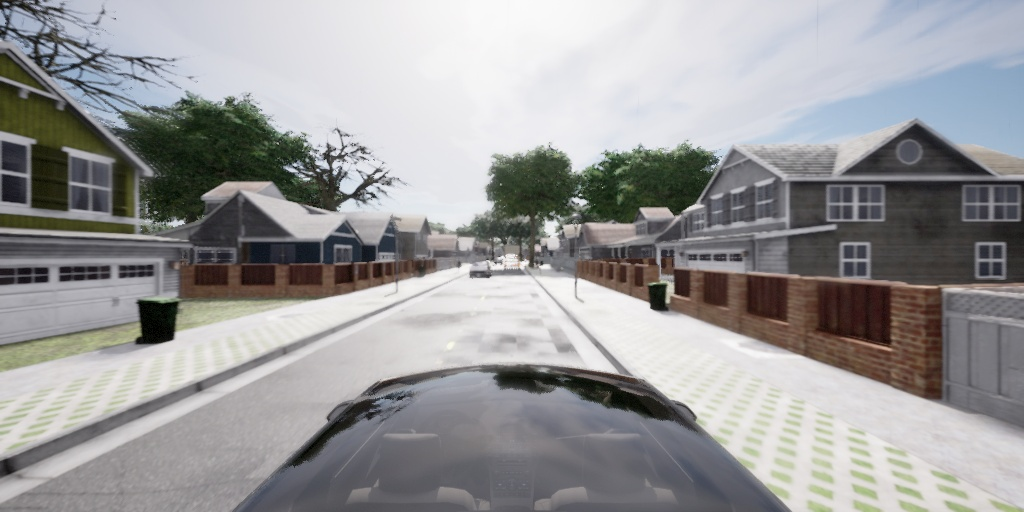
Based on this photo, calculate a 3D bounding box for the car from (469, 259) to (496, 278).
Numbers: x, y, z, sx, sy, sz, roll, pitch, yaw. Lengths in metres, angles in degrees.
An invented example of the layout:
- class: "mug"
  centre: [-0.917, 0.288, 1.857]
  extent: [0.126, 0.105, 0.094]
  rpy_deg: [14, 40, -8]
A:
- class: "car"
  centre: [-2.840, 1.240, 33.243]
  extent: [2.033, 1.411, 5.357]
  rpy_deg: [0, 0, 0]

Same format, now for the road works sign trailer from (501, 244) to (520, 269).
- class: "road works sign trailer"
  centre: [0.017, 0.093, 52.046]
  extent: [2.380, 3.560, 2.880]
  rpy_deg: [0, 0, 0]
